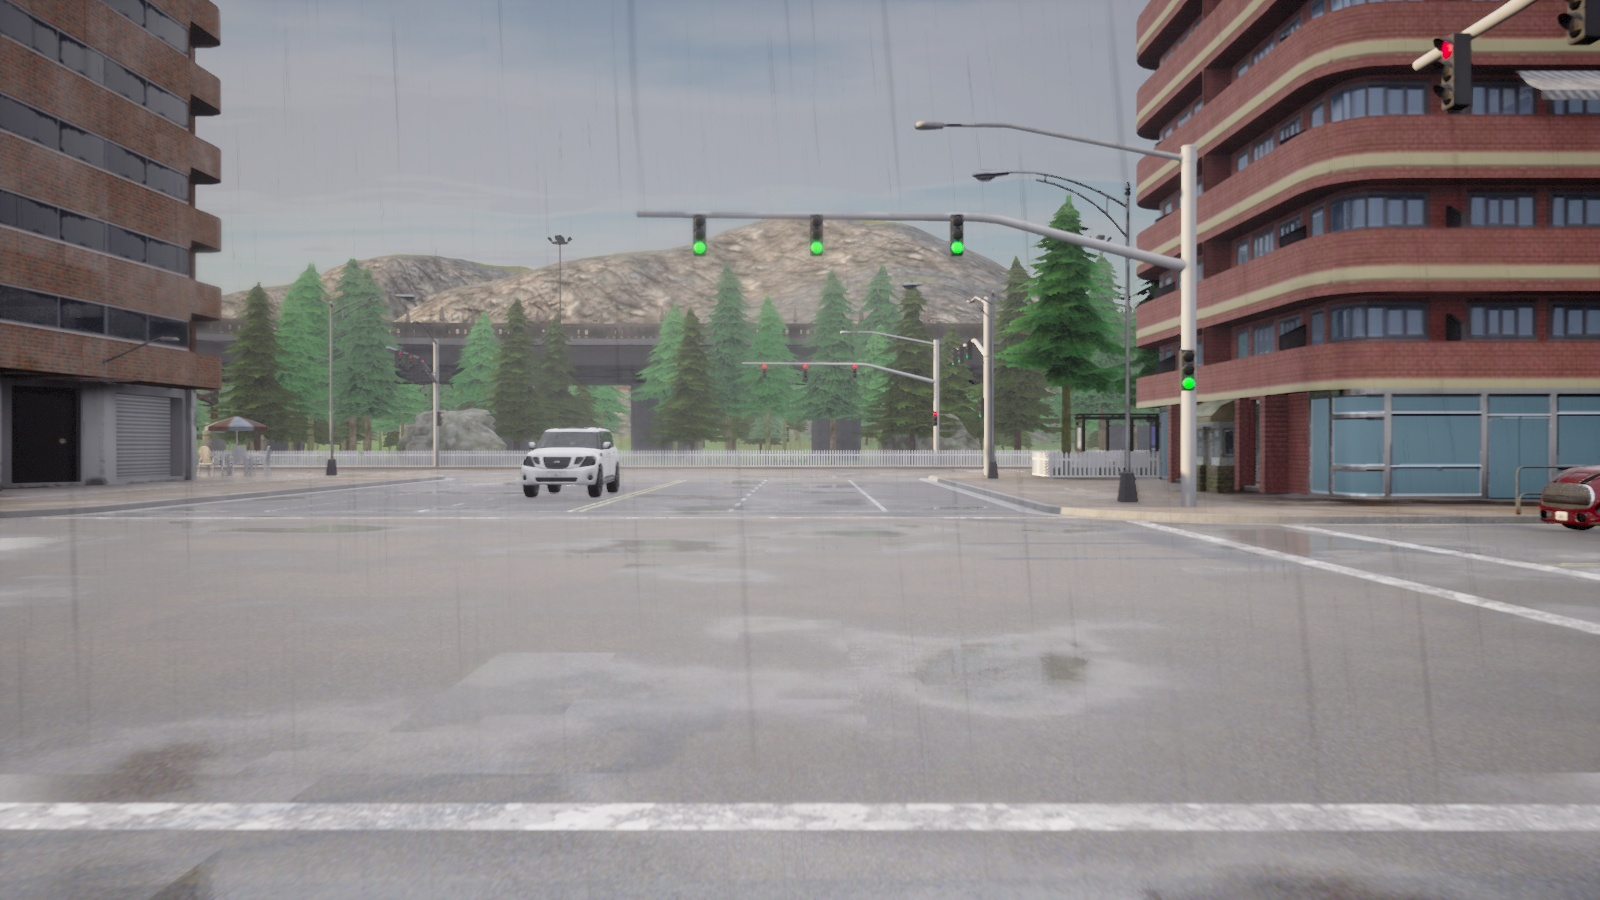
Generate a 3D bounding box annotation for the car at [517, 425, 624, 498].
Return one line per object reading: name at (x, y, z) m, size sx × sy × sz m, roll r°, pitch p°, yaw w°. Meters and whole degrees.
car at (-6.770, 0.306, 37.651) m, size 2.150 × 2.045 × 5.566 m, roll 0°, pitch 0°, yaw 0°

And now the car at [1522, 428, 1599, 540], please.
car at (14.806, 0.532, 20.728) m, size 4.553 × 1.767 × 2.097 m, roll 0°, pitch 0°, yaw 0°
